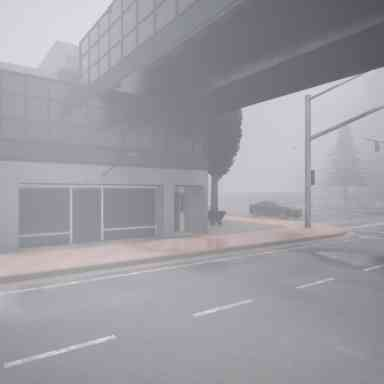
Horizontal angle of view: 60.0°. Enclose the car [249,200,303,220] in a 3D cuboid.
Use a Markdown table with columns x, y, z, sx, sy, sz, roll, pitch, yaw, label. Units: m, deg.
| x | y | z | sx | sy | sz | roll | pitch | yaw | label |
| --- | --- | --- | --- | --- | --- | --- | --- | --- | --- |
| 7.145 | 1.478 | 28.706 | 1.882 | 1.535 | 5.008 | 0 | 0 | -36 | car |
